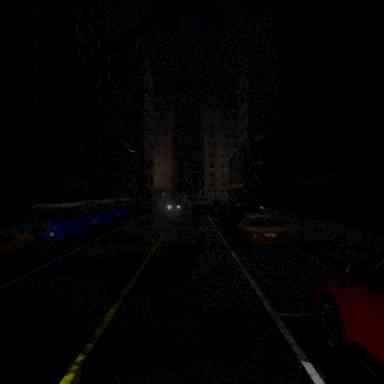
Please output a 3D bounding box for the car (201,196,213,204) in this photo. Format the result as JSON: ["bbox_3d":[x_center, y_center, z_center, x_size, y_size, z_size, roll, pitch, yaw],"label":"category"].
[{"bbox_3d":[2.884,1.574,64.485,2.008,1.369,4.403,-1,0,0],"label":"car"}]

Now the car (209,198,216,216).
[{"bbox_3d":[2.866,1.545,31.140,1.752,1.417,4.829,-1,0,0],"label":"car"}]

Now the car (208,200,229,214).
[{"bbox_3d":[2.870,1.587,36.556,1.947,1.339,4.313,-1,0,0],"label":"car"}]

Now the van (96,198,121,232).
[{"bbox_3d":[-5.673,1.355,19.801,1.690,1.788,3.998,-1,0,0],"label":"van"}]

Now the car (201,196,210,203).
[{"bbox_3d":[2.887,1.547,70.241,1.752,1.417,4.829,-1,0,0],"label":"car"}]

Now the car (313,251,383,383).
[{"bbox_3d":[2.850,1.318,3.041,2.192,1.841,5.009,-1,0,0],"label":"car"}]

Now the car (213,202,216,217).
[{"bbox_3d":[2.864,1.599,25.384,1.802,1.307,4.206,-1,0,0],"label":"car"}]

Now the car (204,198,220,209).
[{"bbox_3d":[2.876,1.574,47.727,2.008,1.369,4.403,-1,0,0],"label":"car"}]

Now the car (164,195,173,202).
[{"bbox_3d":[-5.653,1.562,81.244,1.887,1.381,4.507,-1,0,0],"label":"car"}]

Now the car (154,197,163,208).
[{"bbox_3d":[-5.663,1.464,47.729,1.967,1.590,4.097,-1,0,0],"label":"car"}]

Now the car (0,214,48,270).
[{"bbox_3d":[-5.674,1.532,8.459,1.752,1.417,4.829,-1,0,0],"label":"car"}]

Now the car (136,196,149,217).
[{"bbox_3d":[-5.670,1.334,30.973,2.192,1.841,5.009,-1,0,0],"label":"car"}]

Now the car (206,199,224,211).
[{"bbox_3d":[2.873,1.588,42.141,1.947,1.339,4.313,-1,0,0],"label":"car"}]

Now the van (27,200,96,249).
[{"bbox_3d":[-5.674,1.352,14.215,1.690,1.788,3.998,-1,0,0],"label":"van"}]

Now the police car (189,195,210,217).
[{"bbox_3d":[0.909,1.445,32.308,1.930,1.638,5.238,0,0,0],"label":"police car"}]

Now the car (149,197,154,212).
[{"bbox_3d":[-5.667,1.461,36.558,1.967,1.590,4.097,-1,0,0],"label":"car"}]

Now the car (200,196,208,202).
[{"bbox_3d":[2.893,1.600,81.243,1.802,1.307,4.206,-1,0,0],"label":"car"}]

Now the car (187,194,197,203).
[{"bbox_3d":[0.020,1.582,68.510,1.895,1.301,4.718,0,0,0],"label":"car"}]

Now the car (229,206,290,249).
[{"bbox_3d":[2.858,1.537,14.382,1.752,1.417,4.829,-1,0,0],"label":"car"}]

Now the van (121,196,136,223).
[{"bbox_3d":[-5.671,1.358,25.387,1.690,1.788,3.998,-1,0,0],"label":"van"}]

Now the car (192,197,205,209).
[{"bbox_3d":[0.914,1.529,48.198,1.837,1.490,4.892,0,0,0],"label":"car"}]

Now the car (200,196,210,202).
[{"bbox_3d":[2.890,1.586,75.657,1.947,1.339,4.313,-1,0,0],"label":"car"}]

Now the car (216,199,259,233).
[{"bbox_3d":[2.858,1.329,19.798,2.192,1.841,5.009,-1,0,0],"label":"car"}]

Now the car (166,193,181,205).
[{"bbox_3d":[-3.037,1.246,57.869,2.150,2.045,5.566,0,0,1],"label":"car"}]

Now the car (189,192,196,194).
[{"bbox_3d":[0.024,1.099,83.403,2.150,2.045,5.566,0,0,0],"label":"car"}]
